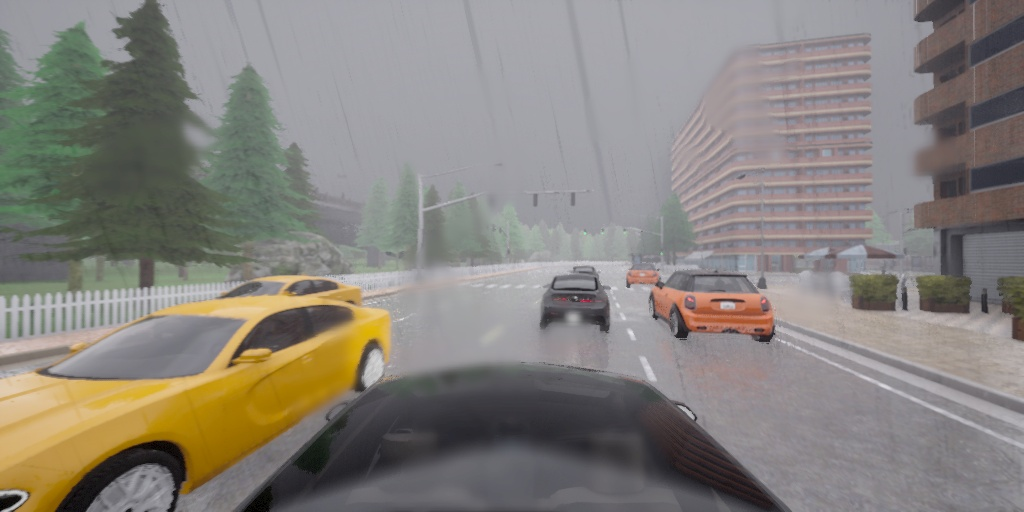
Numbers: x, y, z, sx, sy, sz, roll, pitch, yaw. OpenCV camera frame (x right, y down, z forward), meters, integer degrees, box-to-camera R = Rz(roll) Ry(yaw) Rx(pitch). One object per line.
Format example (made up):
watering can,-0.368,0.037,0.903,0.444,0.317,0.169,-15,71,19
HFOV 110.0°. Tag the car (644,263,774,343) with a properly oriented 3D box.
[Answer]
car,5.384,1.180,10.326,2.097,1.767,4.553,0,0,11

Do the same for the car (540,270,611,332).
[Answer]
car,1.996,1.322,11.199,1.837,1.490,4.892,0,-1,11

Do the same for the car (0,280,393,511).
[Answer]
car,-3.149,1.229,4.001,1.882,1.535,5.008,0,0,7

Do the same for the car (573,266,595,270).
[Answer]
car,4.911,1.422,24.361,1.837,1.490,4.892,0,0,13

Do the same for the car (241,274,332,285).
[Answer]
car,-5.926,1.251,9.157,1.882,1.535,5.008,0,0,12

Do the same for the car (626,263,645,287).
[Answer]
car,9.598,1.305,25.960,2.097,1.767,4.553,0,-1,24
